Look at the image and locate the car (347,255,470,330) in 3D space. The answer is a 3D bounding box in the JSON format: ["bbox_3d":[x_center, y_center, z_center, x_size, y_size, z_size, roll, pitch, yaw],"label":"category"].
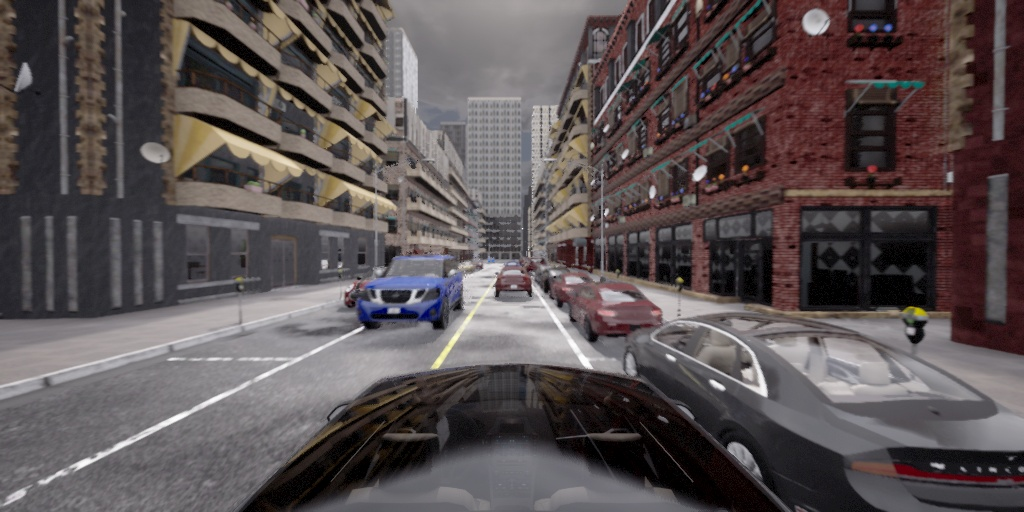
[{"bbox_3d":[-2.854,0.967,11.444,2.150,2.045,5.566,0,0,0],"label":"car"}]

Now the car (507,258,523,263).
[{"bbox_3d":[0.089,1.256,38.325,1.812,1.442,4.674,0,0,0],"label":"car"}]

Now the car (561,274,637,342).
[{"bbox_3d":[2.562,1.329,9.507,1.802,1.307,4.207,0,0,0],"label":"car"}]

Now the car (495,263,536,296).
[{"bbox_3d":[0.084,1.267,18.970,1.812,1.442,4.674,0,0,0],"label":"car"}]

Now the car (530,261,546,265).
[{"bbox_3d":[2.557,1.288,26.154,2.007,1.370,4.403,0,0,0],"label":"car"}]

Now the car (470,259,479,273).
[{"bbox_3d":[-5.328,1.253,42.608,1.751,1.417,4.829,0,0,0],"label":"car"}]

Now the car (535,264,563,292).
[{"bbox_3d":[2.559,1.306,20.605,1.948,1.339,4.313,0,0,0],"label":"car"}]

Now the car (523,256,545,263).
[{"bbox_3d":[2.554,1.046,37.252,2.192,1.841,5.009,0,0,0],"label":"car"}]

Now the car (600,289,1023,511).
[{"bbox_3d":[2.563,1.300,3.958,2.007,1.370,4.403,0,0,0],"label":"car"}]

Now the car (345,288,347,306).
[{"bbox_3d":[-5.320,1.184,15.033,1.967,1.591,4.097,0,0,0],"label":"car"}]

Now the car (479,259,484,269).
[{"bbox_3d":[-5.331,1.161,53.876,1.967,1.591,4.097,0,0,0],"label":"car"}]

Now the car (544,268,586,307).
[{"bbox_3d":[2.560,1.326,15.056,1.802,1.307,4.207,0,0,0],"label":"car"}]
